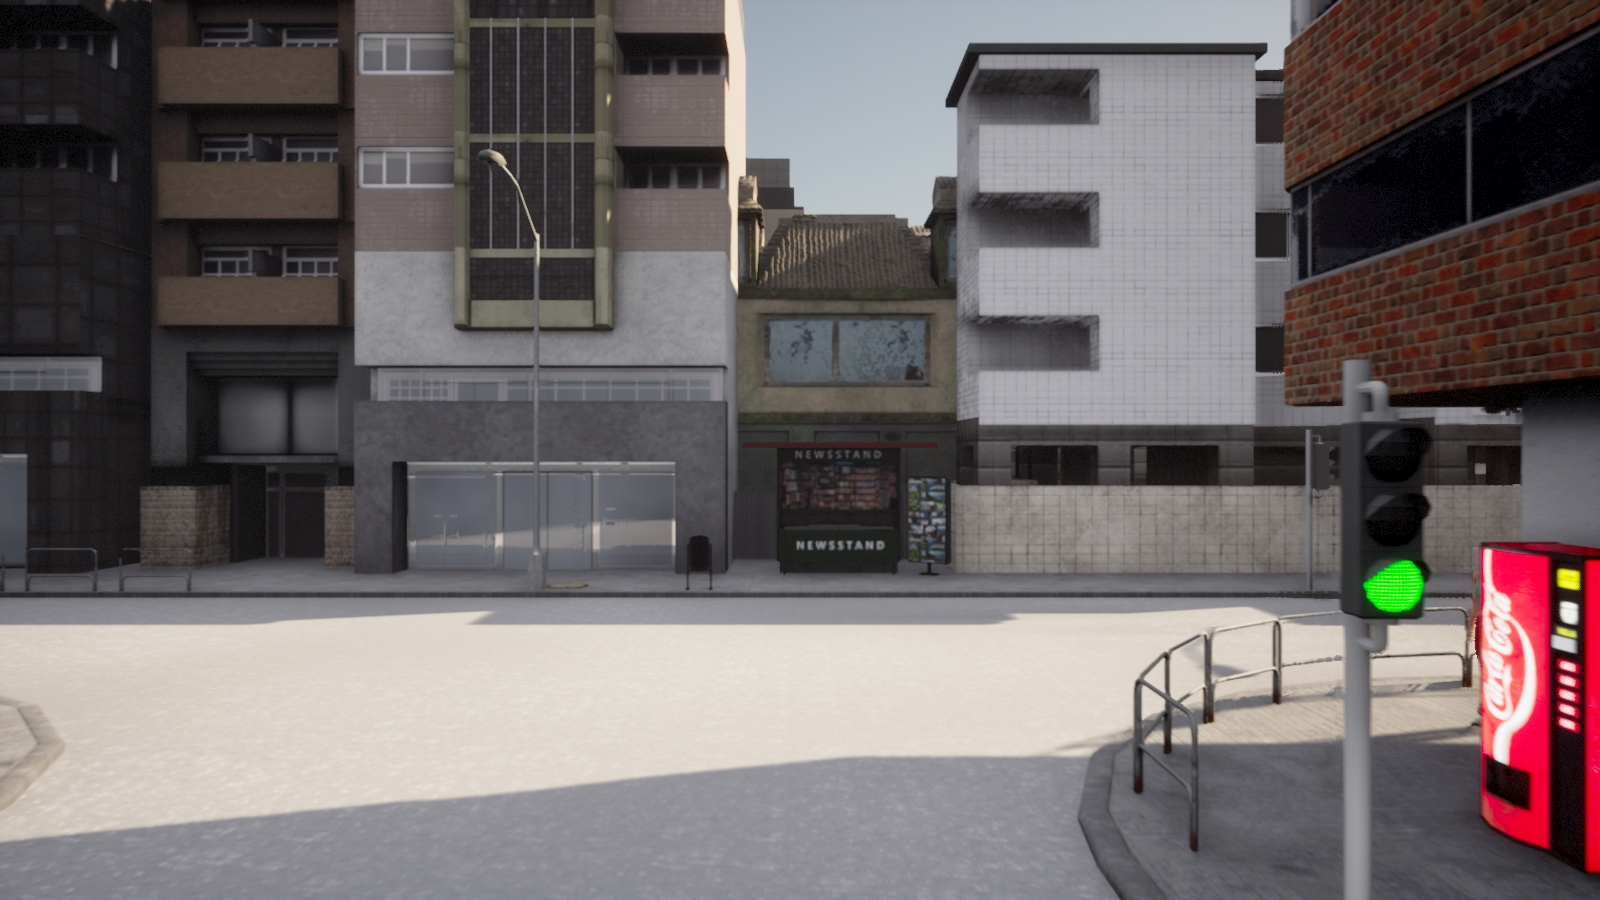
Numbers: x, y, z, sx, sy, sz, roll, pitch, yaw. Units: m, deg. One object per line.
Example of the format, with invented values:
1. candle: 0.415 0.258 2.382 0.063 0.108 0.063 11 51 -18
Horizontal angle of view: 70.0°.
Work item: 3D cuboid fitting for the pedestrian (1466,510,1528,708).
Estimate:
1. pedestrian: 6.773 1.525 11.102 0.375 1.860 0.375 0 0 -27
